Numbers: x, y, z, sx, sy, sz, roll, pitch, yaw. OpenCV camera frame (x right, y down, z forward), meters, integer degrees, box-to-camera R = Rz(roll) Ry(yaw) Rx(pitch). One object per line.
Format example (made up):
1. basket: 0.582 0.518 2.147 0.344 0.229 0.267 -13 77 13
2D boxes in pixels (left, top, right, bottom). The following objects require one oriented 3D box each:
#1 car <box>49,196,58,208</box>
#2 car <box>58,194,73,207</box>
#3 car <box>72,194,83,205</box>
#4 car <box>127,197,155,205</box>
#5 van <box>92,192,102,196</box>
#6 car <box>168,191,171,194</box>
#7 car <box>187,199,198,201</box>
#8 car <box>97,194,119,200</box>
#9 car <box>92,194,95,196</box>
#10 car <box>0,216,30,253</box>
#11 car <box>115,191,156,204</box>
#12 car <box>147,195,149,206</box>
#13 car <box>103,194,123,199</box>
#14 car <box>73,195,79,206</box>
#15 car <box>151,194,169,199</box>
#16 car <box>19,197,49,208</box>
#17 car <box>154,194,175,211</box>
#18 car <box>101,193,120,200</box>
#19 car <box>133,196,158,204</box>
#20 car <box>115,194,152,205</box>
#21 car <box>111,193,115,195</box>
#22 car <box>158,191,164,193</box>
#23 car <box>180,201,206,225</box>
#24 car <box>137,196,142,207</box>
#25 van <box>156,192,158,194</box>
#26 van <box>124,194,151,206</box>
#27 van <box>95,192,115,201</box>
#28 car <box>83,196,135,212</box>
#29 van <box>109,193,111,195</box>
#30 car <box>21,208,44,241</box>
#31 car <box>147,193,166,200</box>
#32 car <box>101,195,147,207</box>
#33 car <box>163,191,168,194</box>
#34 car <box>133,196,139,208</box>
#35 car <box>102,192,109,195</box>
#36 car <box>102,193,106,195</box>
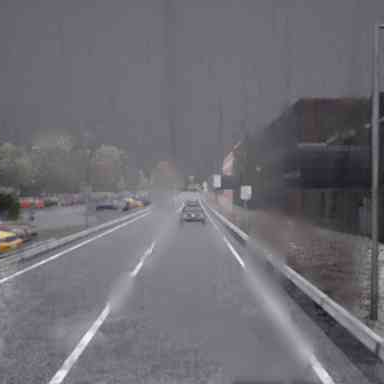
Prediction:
1. car: -21.929 1.540 46.432 5.008 1.535 2.097 0 0 0
2. car: -21.905 1.558 52.204 4.892 1.521 2.231 0 0 0
3. car: -21.834 1.603 57.726 4.792 1.488 2.163 0 0 0
4. car: -9.272 1.624 60.646 4.674 1.452 2.002 0 0 0
5. van: -21.672 1.309 69.161 4.442 1.987 1.878 0 1 0
6. car: -8.913 1.243 88.920 5.366 1.575 1.946 0 1 0
7. car: 0.099 1.611 41.876 2.128 1.511 4.902 0 0 0
8. car: -21.690 1.288 85.982 5.008 1.535 2.097 0 1 0
9. car: -21.823 1.587 63.385 5.008 1.535 2.097 0 0 0
10. car: -9.117 1.584 12.062 5.366 1.575 1.946 0 0 0
11. car: -9.275 1.316 54.995 5.566 2.045 2.435 0 0 0
12. car: -9.332 1.551 49.344 5.008 1.535 2.097 0 0 0
13. car: -21.646 1.205 91.628 5.008 1.535 2.097 0 1 0
14. car: -21.852 1.595 54.902 4.792 1.488 2.163 0 0 0
15. car: -9.062 1.203 94.573 4.674 1.452 2.002 0 1 0
16. car: -21.920 1.406 43.733 4.553 1.767 2.185 0 0 0
17. car: -3.335 1.471 43.389 2.097 1.767 4.553 0 0 0
18. car: -21.699 1.121 88.803 4.553 1.767 2.185 0 1 0
19. car: -9.238 1.613 66.310 4.674 1.452 2.002 0 1 0
20. car: -9.326 1.559 52.169 5.008 1.535 2.097 0 0 0
21. car: -21.726 1.370 80.460 4.892 1.521 2.231 0 1 0
22. car: -9.215 1.327 74.793 4.553 1.767 2.185 0 1 0
23. car: 0.098 1.646 24.719 2.033 1.411 5.357 0 0 0
24. car: -9.374 1.574 43.692 4.674 1.452 2.002 0 0 0
25. van: -9.370 1.363 63.352 4.442 1.987 1.878 0 0 0
26. van: -9.403 1.350 57.822 4.442 1.987 1.878 0 0 0
27. van: -21.817 1.102 83.282 4.442 1.987 1.878 0 1 0
28. car: -9.435 1.547 38.040 4.792 1.488 2.163 0 0 0
29. van: -21.855 1.185 77.633 4.442 1.987 1.878 0 1 0
30. car: -9.309 1.640 14.704 4.674 1.452 2.002 -1 0 1
31. car: -9.147 1.162 86.095 4.553 1.767 2.185 0 1 0
32. car: -9.540 1.539 46.519 5.366 1.575 1.946 0 0 0
33. car: -9.178 1.119 80.442 5.566 2.045 2.435 0 1 0
34. car: -9.391 1.566 40.866 4.674 1.452 2.002 0 0 0
35. car: -21.724 1.328 74.687 4.553 1.767 2.185 0 1 0
36. car: -21.804 1.523 71.992 4.792 1.488 2.163 0 1 0
